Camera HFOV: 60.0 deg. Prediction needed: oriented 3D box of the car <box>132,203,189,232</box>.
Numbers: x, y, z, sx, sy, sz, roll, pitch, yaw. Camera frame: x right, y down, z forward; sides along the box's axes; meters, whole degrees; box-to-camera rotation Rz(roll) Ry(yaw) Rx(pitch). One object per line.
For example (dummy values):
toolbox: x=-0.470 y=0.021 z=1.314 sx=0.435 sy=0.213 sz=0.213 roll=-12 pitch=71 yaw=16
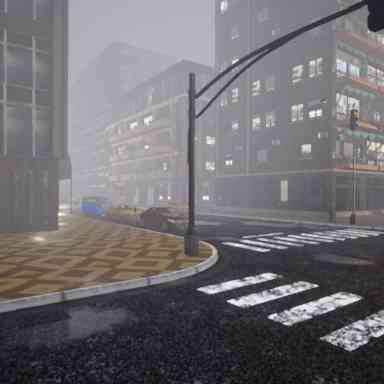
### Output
car: x=-1.682 y=1.524 z=19.825 sx=1.802 sy=1.307 sz=4.206 roll=0 pitch=0 yaw=-36

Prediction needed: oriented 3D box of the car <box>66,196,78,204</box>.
car: x=-21.375 y=1.444 z=61.667 sx=1.752 sy=1.417 sz=4.829 roll=0 pitch=0 yaw=-36

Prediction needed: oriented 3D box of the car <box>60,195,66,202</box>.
car: x=-27.876 y=1.357 z=70.734 sx=1.967 sy=1.590 sz=4.097 roll=0 pitch=0 yaw=-36

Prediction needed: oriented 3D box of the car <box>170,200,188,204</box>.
car: x=-1.572 y=1.484 z=34.051 sx=1.752 sy=1.417 sz=4.829 roll=0 pitch=0 yaw=-36

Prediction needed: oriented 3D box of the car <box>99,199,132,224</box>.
car: x=-4.883 y=1.457 z=24.289 sx=1.752 sy=1.417 sz=4.829 roll=0 pitch=0 yaw=-36

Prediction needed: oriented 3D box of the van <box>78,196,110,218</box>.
van: x=-8.282 y=1.264 z=29.030 sx=1.690 sy=1.788 sz=3.998 roll=0 pitch=0 yaw=-36
